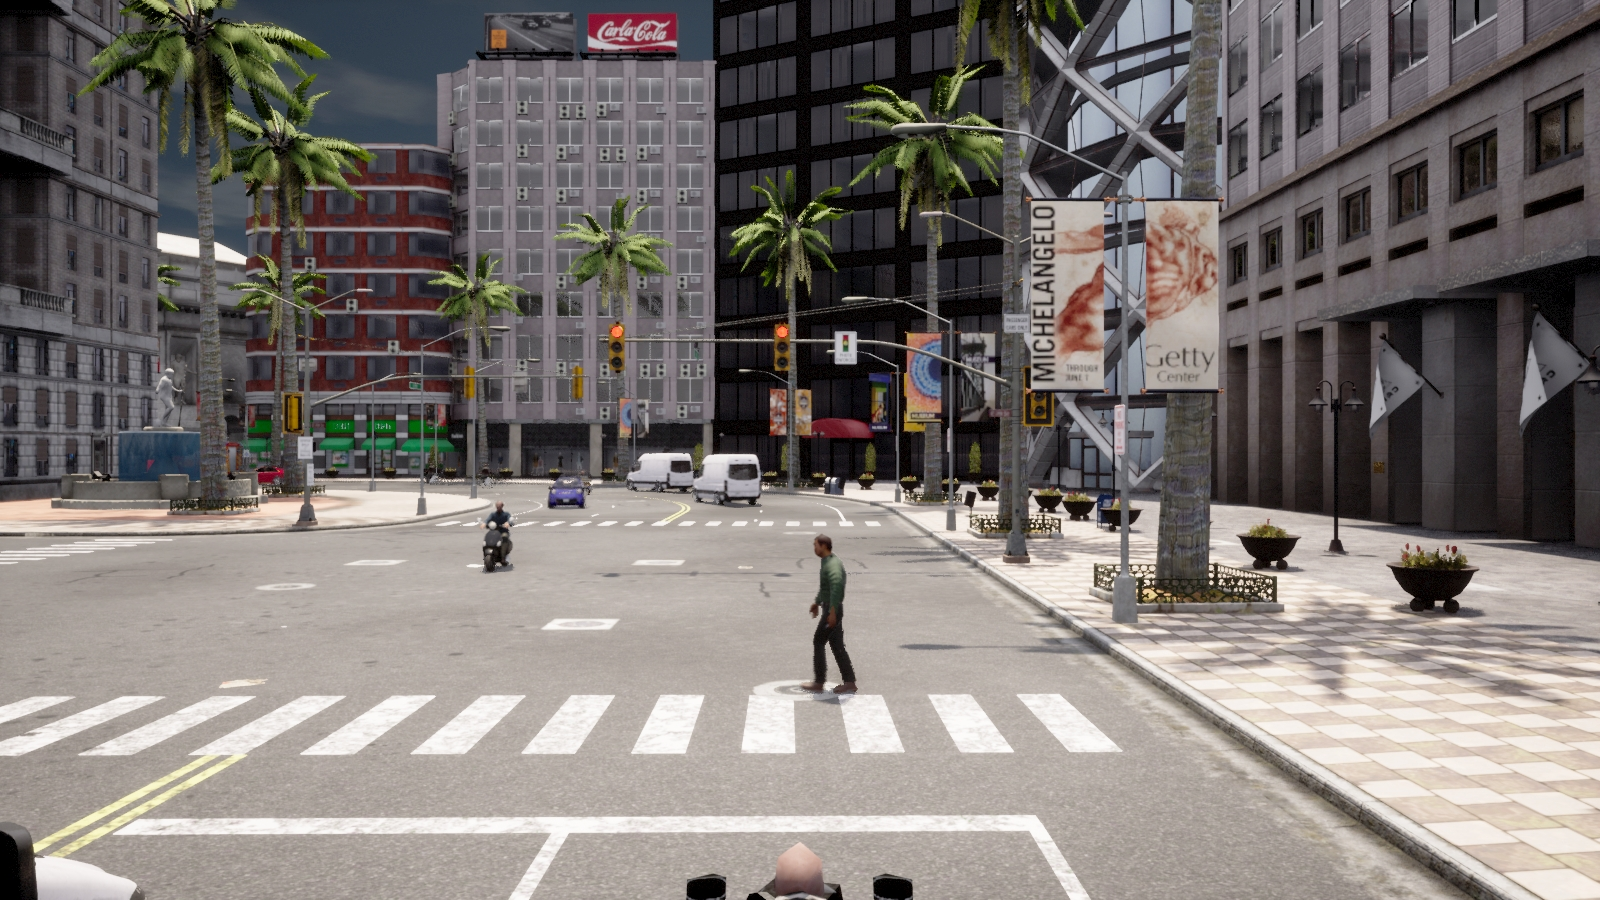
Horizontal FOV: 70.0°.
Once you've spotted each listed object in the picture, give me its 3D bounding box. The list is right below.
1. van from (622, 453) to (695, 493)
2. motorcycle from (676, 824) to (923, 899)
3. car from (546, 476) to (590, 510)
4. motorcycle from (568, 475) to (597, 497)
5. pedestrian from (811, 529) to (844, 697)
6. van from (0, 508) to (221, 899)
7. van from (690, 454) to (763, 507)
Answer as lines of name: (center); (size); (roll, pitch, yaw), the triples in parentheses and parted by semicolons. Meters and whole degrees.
van: (-9.475, 1.504, 76.098); (1.988, 2.561, 5.915); (1, 0, -38)
motorcycle: (-0.001, 2.203, 3.717); (0.867, 1.251, 2.209); (0, 0, 0)
car: (-11.051, 2.016, 54.522); (1.845, 1.501, 3.633); (0, 0, -8)
motorcycle: (-13.323, 2.177, 69.962); (0.867, 1.251, 2.209); (-1, 0, -36)
pedestrian: (0.311, 1.843, 12.998); (0.375, 1.860, 0.375); (0, 0, 0)
van: (-3.507, 1.533, 1.998); (1.988, 2.561, 5.915); (0, 0, 0)
van: (-3.898, 1.511, 59.200); (1.988, 2.561, 5.915); (0, 0, -22)
